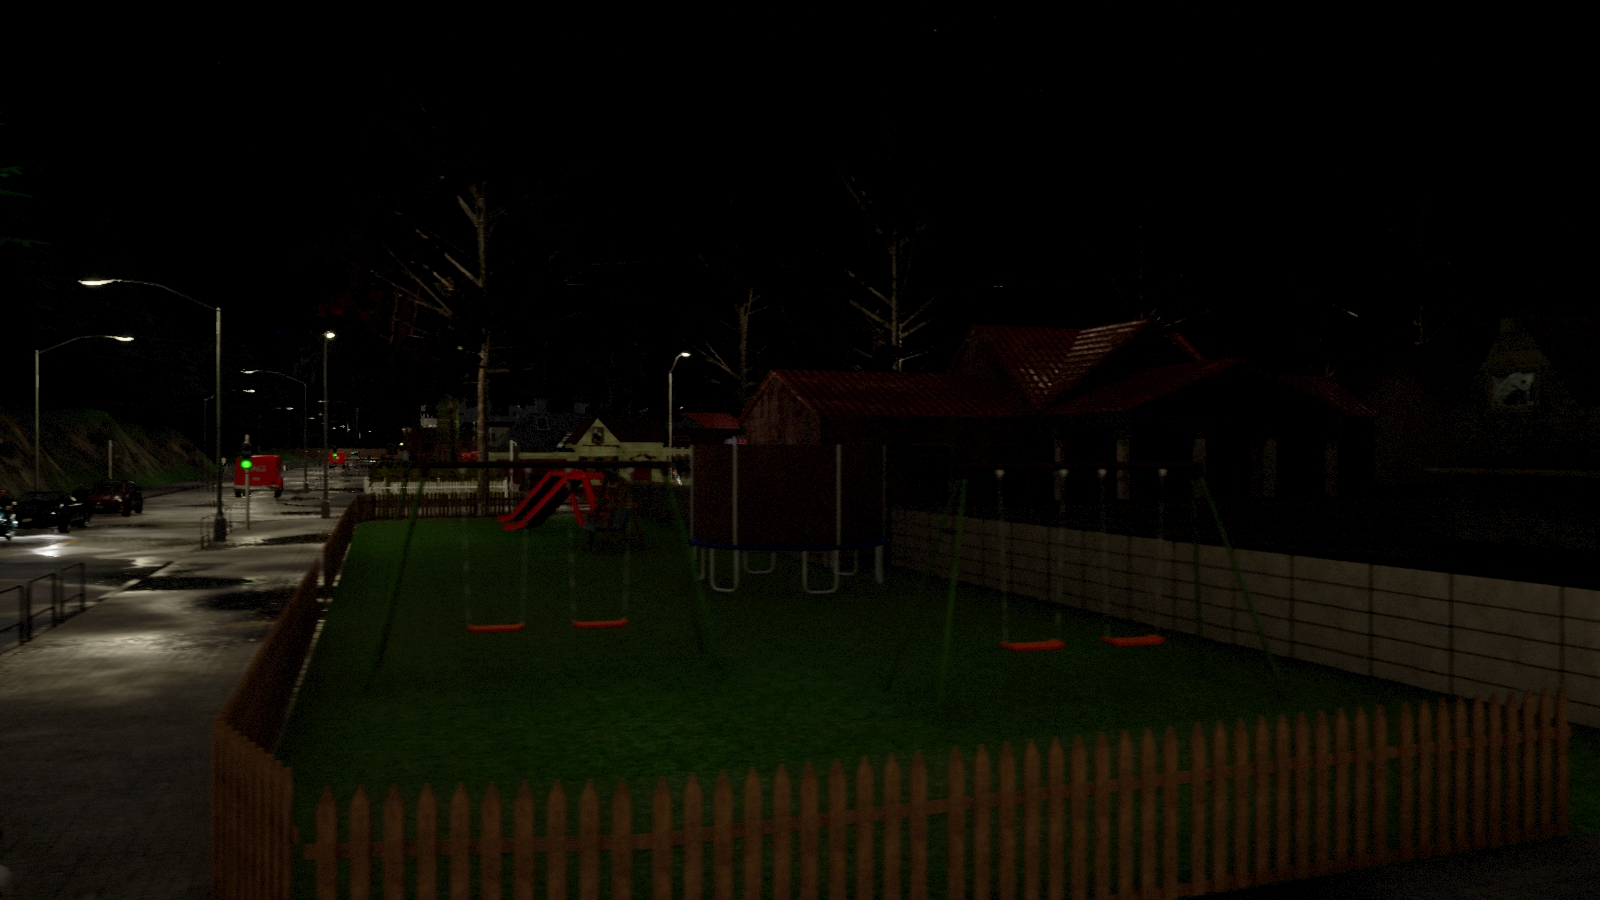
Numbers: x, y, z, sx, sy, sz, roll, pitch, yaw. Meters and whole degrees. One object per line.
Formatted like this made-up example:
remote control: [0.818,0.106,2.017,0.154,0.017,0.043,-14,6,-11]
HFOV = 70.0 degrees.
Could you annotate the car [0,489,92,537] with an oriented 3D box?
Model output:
car: [-26.044,2.121,39.380,1.994,1.385,4.181,0,0,-20]

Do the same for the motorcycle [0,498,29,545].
motorcycle: [-24.194,2.144,34.672,0.856,1.316,1.805,0,0,-19]
